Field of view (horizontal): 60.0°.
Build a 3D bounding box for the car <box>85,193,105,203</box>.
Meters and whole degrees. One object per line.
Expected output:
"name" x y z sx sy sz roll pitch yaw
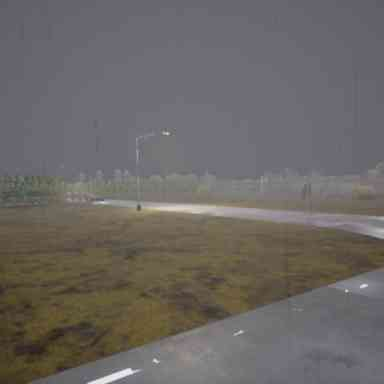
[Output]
"car" -15.387 0.896 52.498 1.994 1.385 4.181 -3 2 -36
